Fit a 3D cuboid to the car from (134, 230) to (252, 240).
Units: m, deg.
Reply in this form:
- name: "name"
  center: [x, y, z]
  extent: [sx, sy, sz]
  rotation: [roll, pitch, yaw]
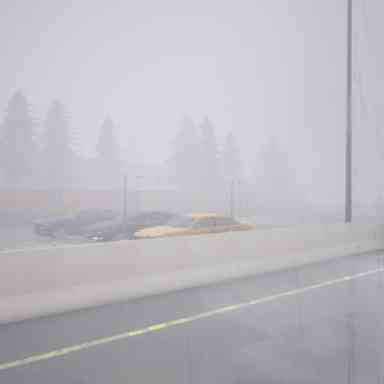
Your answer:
- name: "car"
  center: [0.164, 1.557, 12.776]
  extent: [5.008, 1.535, 1.882]
  rotation: [1, 0, -36]

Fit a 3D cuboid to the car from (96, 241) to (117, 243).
- name: "car"
  center: [-2.412, 1.576, 15.227]
  extent: [4.892, 1.490, 1.837]
  rotation: [1, 0, -36]
